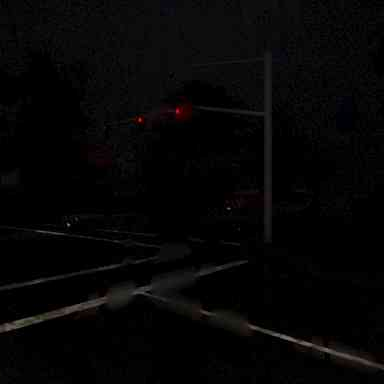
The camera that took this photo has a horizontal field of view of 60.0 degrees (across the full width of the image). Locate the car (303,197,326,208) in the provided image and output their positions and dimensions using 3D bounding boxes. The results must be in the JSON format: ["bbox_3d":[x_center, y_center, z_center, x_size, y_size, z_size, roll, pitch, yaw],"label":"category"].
[{"bbox_3d":[17.417,1.491,47.378,2.128,1.511,4.902,0,0,41],"label":"car"}]

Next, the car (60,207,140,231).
[{"bbox_3d":[-5.668,1.601,20.871,1.895,1.301,4.718,0,0,41],"label":"car"}]

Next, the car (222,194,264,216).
[{"bbox_3d":[5.273,1.222,33.444,2.150,2.045,5.566,0,0,41],"label":"car"}]
